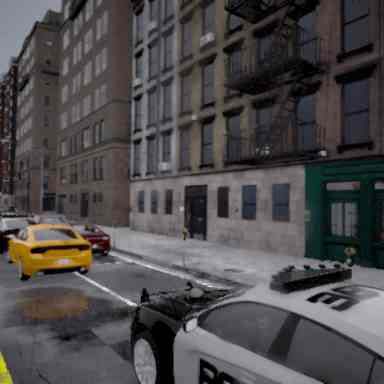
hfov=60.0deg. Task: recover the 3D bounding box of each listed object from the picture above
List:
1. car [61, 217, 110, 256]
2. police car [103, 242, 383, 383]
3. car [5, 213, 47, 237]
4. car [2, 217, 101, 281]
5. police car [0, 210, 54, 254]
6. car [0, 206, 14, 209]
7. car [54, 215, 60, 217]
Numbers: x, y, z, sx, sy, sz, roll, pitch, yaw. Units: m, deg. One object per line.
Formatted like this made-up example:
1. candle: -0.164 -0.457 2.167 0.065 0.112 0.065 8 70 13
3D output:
1. car: -5.108 2.012 14.626 1.887 1.381 4.507 2 -3 -37
2. police car: 1.065 1.570 3.332 1.930 1.638 5.238 2 -3 -37
3. car: -11.904 2.247 23.732 1.887 1.381 4.507 2 -3 -37
4. car: -4.952 1.829 11.213 1.882 1.535 5.008 2 -3 -35
5. police car: -8.579 1.898 16.060 1.930 1.638 5.238 2 -3 -39
6. car: -18.696 2.253 32.846 2.192 1.841 5.009 2 -3 -37
7. car: -8.505 2.025 19.183 1.967 1.590 4.097 2 -3 -37
